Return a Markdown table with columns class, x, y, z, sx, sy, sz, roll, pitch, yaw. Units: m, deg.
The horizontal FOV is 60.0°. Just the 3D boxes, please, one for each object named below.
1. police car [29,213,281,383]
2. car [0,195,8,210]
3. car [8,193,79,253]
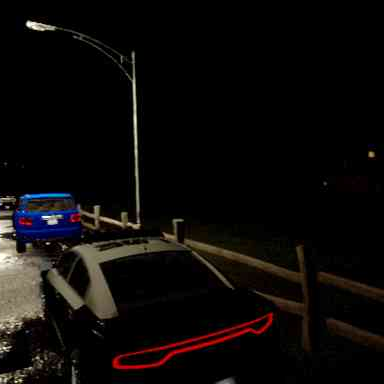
| class | x | y | z | sx | sy | sz | roll | pitch | yaw |
| --- | --- | --- | --- | --- | --- | --- | --- | --- | --- |
| police car | -1.046 | 1.338 | 4.886 | 1.930 | 1.638 | 5.238 | -2 | 1 | -30 |
| car | -21.014 | 1.345 | 37.956 | 1.895 | 1.301 | 4.718 | -2 | 1 | -29 |
| car | -6.005 | 1.081 | 13.477 | 2.150 | 2.045 | 5.566 | -2 | 1 | -30 |
